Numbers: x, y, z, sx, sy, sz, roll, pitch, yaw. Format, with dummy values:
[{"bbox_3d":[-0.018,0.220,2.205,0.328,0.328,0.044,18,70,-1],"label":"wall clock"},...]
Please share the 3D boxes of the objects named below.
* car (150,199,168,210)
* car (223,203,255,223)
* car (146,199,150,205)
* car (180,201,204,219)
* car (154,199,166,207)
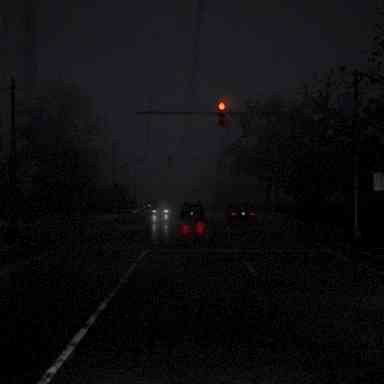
[{"bbox_3d":[-4.164,1.631,43.901,1.812,1.442,4.674,0,0,-3],"label":"car"},{"bbox_3d":[3.532,1.562,25.560,2.033,1.411,5.357,0,0,0],"label":"car"},{"bbox_3d":[-9.344,2.304,75.748,1.994,1.385,4.181,0,-1,-16],"label":"car"},{"bbox_3d":[-0.003,1.509,29.377,2.128,1.511,4.902,0,0,-1],"label":"car"},{"bbox_3d":[-5.941,1.975,60.989,1.994,1.385,4.181,0,-1,-9],"label":"car"}]
